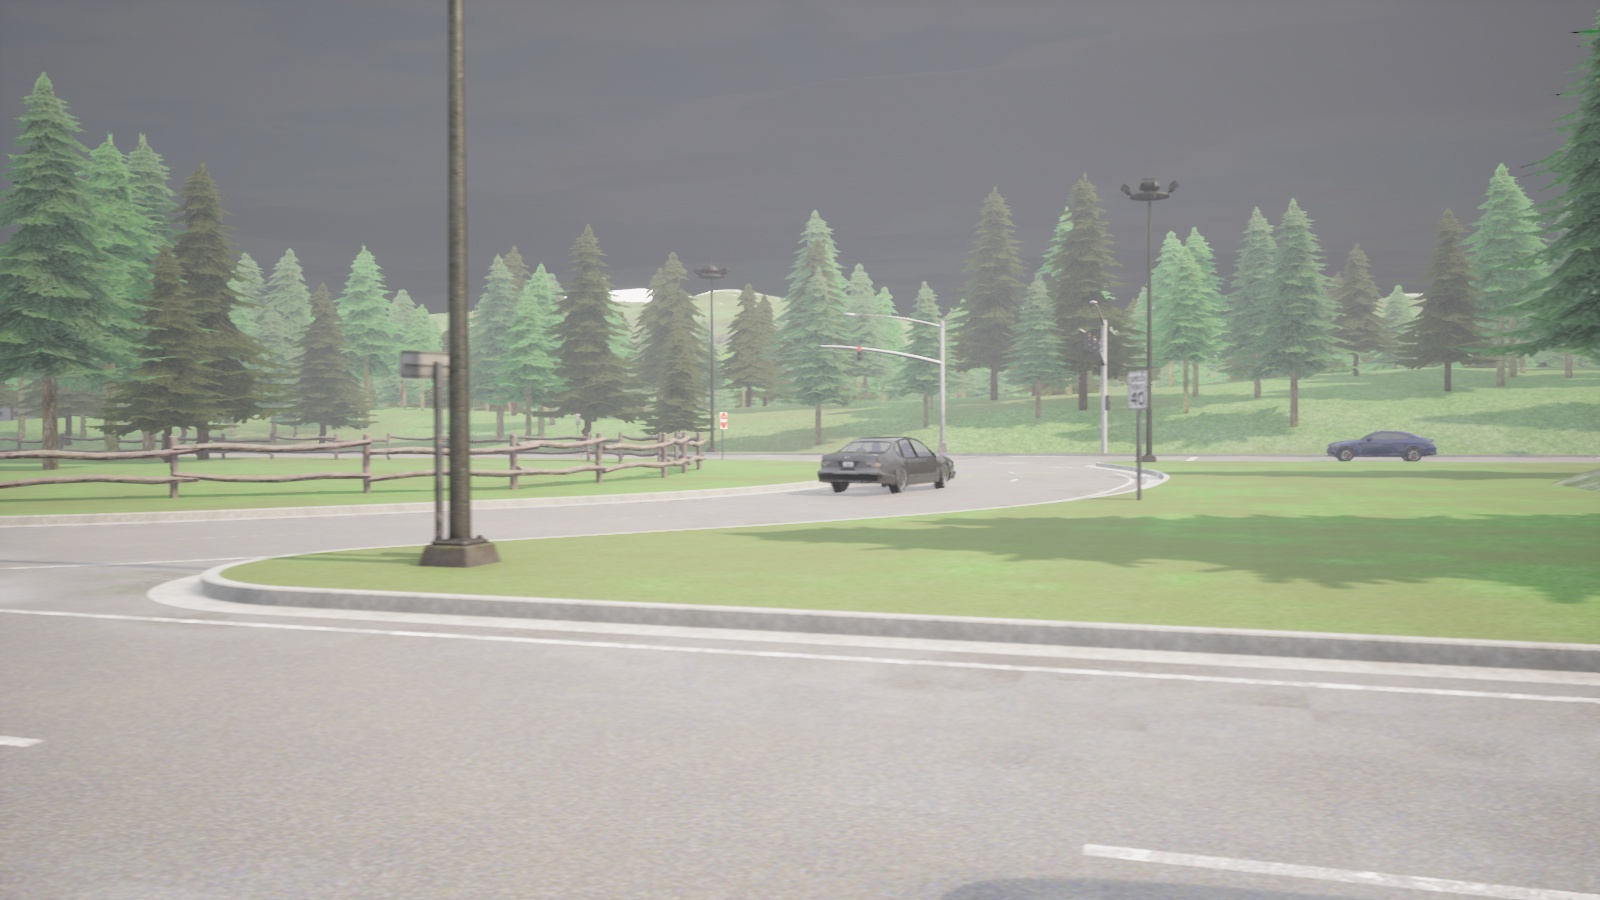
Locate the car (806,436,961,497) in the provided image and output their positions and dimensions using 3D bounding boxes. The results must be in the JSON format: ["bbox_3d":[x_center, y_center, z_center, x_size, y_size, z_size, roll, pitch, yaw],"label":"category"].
[{"bbox_3d":[2.265,0.363,32.464,2.033,1.411,5.357,1,1,27],"label":"car"}]

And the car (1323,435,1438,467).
[{"bbox_3d":[26.879,0.020,58.291,4.674,1.442,1.812,1,1,19],"label":"car"}]
